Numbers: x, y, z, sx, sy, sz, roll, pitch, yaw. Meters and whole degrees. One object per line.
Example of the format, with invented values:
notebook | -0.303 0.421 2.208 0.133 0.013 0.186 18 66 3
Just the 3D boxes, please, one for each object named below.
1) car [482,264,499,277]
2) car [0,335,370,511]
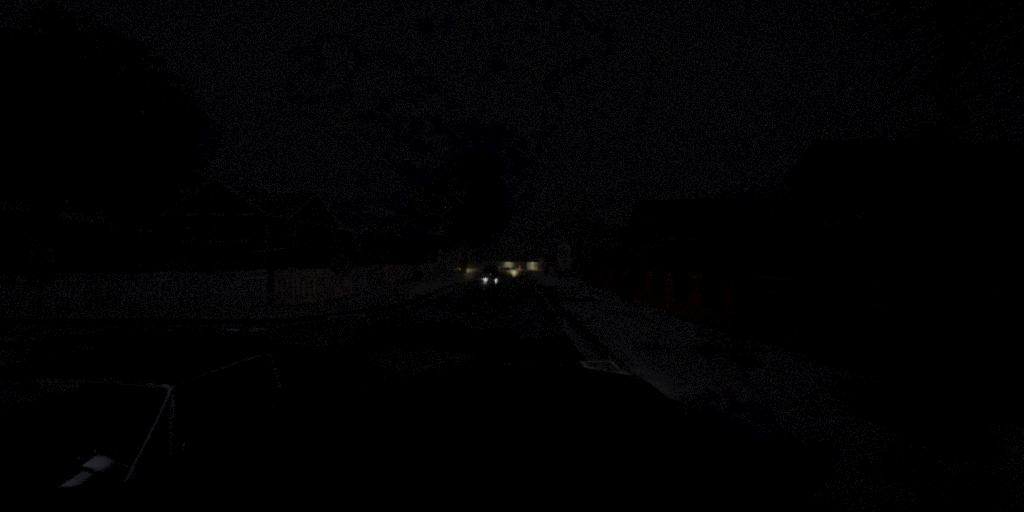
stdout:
car | -2.492 1.712 42.954 2.033 1.411 5.357 0 -1 -1
car | -2.739 1.350 2.305 1.895 1.301 4.718 0 0 0
